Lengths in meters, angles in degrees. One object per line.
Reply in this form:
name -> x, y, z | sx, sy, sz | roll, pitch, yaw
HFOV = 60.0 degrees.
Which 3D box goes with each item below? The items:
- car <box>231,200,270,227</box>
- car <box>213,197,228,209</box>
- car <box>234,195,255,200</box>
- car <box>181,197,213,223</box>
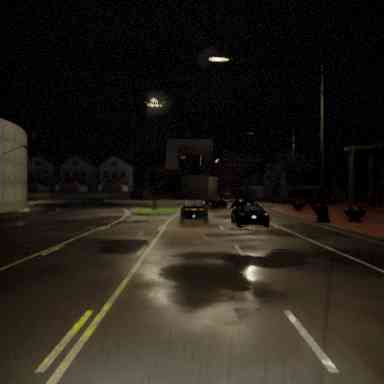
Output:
car -> 3.653, 1.426, 21.365 | 1.994, 1.385, 4.181 | 0, 0, 1
car -> 2.969, 1.301, 40.675 | 1.994, 1.385, 4.181 | 0, 0, 22
car -> 6.334, 1.096, 39.730 | 2.097, 1.767, 4.553 | 0, 0, 22
car -> 0.233, 1.337, 23.786 | 2.128, 1.511, 4.902 | 0, 0, 2
